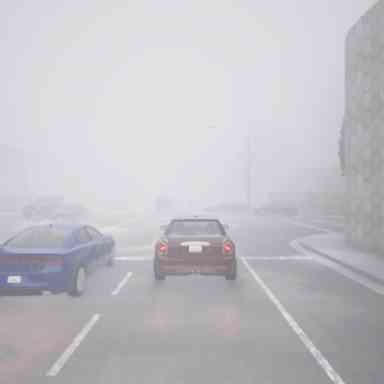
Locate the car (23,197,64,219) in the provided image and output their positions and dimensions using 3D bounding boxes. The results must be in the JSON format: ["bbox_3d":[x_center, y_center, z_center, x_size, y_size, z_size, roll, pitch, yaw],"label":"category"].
[{"bbox_3d":[-14.106,1.457,32.157,2.150,2.045,5.566,0,-1,0],"label":"car"}]

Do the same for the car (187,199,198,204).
[{"bbox_3d":[0.062,1.998,62.164,2.033,1.411,5.357,0,0,0],"label":"car"}]

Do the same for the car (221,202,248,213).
[{"bbox_3d":[4.113,1.825,38.304,5.357,1.411,2.033,0,0,5],"label":"car"}]

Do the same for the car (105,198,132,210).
[{"bbox_3d":[-10.605,1.703,48.321,2.097,1.767,4.553,0,0,0],"label":"car"}]

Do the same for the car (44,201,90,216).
[{"bbox_3d":[-10.605,1.760,29.322,2.033,1.411,5.357,0,0,0],"label":"car"}]

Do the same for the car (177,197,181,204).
[{"bbox_3d":[-3.410,1.837,66.874,2.097,1.767,4.553,0,0,0],"label":"car"}]

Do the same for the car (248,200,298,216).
[{"bbox_3d":[8.592,1.605,34.711,4.553,1.767,2.097,0,0,0],"label":"car"}]

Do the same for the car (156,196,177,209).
[{"bbox_3d":[-3.575,1.545,44.220,2.150,2.045,5.566,0,0,-1],"label":"car"}]

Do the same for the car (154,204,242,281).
[{"bbox_3d":[0.087,1.426,10.207,2.097,1.767,4.553,0,-1,0],"label":"car"}]

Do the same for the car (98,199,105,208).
[{"bbox_3d":[-14.096,1.877,55.115,1.882,1.535,5.008,0,0,0],"label":"car"}]

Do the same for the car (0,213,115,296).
[{"bbox_3d":[-3.401,1.543,8.842,1.882,1.535,5.008,0,0,0],"label":"car"}]

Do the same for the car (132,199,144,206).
[{"bbox_3d":[-10.539,2.067,64.304,1.895,1.301,4.718,0,0,1],"label":"car"}]
